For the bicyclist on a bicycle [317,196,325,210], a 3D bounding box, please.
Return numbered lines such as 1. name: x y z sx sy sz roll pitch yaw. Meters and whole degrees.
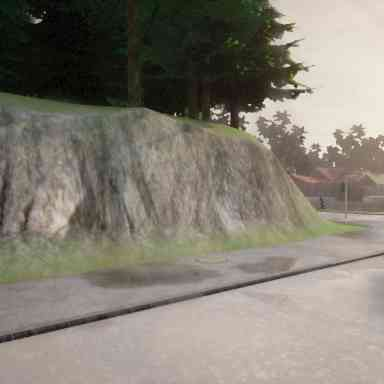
1. bicyclist on a bicycle: 15.552 1.349 39.986 1.656 1.620 0.582 0 0 -36
